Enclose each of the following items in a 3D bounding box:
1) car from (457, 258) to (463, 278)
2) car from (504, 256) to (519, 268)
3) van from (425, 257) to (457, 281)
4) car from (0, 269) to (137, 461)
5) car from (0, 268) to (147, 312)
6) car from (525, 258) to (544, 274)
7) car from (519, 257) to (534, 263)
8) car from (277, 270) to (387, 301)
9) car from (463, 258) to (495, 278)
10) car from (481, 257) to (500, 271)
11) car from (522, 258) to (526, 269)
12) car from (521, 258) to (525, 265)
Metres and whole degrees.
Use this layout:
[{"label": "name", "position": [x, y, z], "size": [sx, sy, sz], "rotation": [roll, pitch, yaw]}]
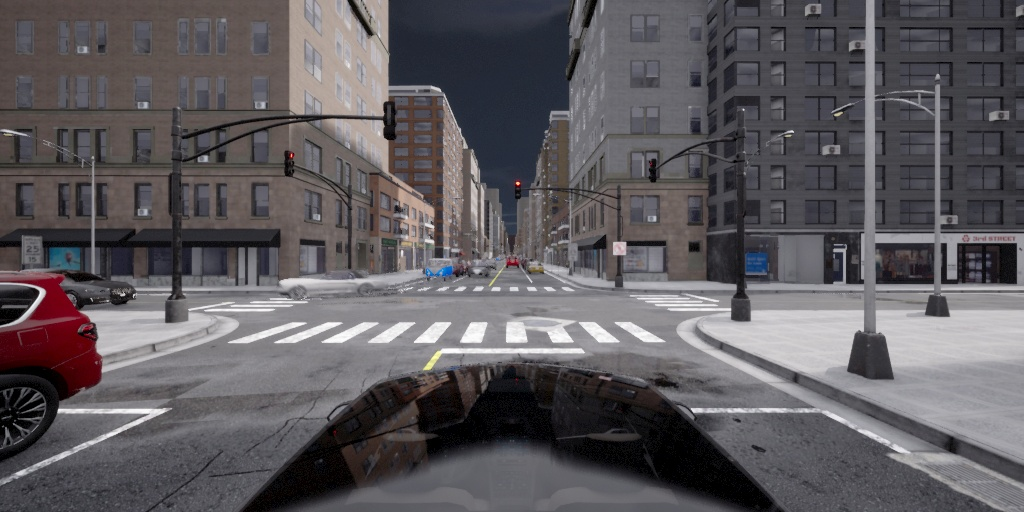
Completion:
[{"label": "car", "position": [-5.846, 1.062, 34.697], "size": [2.192, 1.841, 5.009], "rotation": [0, 0, 0]}, {"label": "car", "position": [0.121, 0.964, 60.989], "size": [2.150, 2.045, 5.566], "rotation": [0, 0, 0]}, {"label": "van", "position": [-5.848, 1.088, 29.101], "size": [1.690, 1.789, 3.998], "rotation": [0, 0, 0]}, {"label": "car", "position": [-5.858, 1.065, 2.153], "size": [2.192, 1.841, 5.009], "rotation": [0, 0, 0]}, {"label": "car", "position": [-17.571, 1.265, 13.872], "size": [4.892, 1.490, 1.837], "rotation": [0, 0, -2]}, {"label": "car", "position": [2.682, 1.272, 40.483], "size": [1.751, 1.417, 4.829], "rotation": [0, 0, 0]}, {"label": "car", "position": [2.689, 1.058, 57.096], "size": [2.192, 1.841, 5.009], "rotation": [0, 0, 0]}, {"label": "car", "position": [-8.707, 1.351, 17.571], "size": [4.718, 1.301, 1.895], "rotation": [0, 0, -28]}, {"label": "car", "position": [-3.087, 1.239, 34.131], "size": [2.128, 1.511, 4.902], "rotation": [0, 0, 0]}, {"label": "car", "position": [-3.071, 1.251, 49.310], "size": [1.837, 1.490, 4.892], "rotation": [0, 0, 0]}, {"label": "car", "position": [2.685, 1.296, 45.908], "size": [2.007, 1.370, 4.403], "rotation": [0, 0, 0]}, {"label": "car", "position": [2.687, 1.310, 51.502], "size": [1.948, 1.339, 4.313], "rotation": [0, 0, 0]}]
